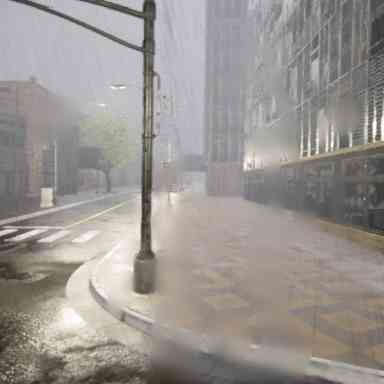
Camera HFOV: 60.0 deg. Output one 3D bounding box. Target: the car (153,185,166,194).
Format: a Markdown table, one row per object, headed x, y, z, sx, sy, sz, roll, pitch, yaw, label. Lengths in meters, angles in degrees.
| x | y | z | sx | sy | sz | roll | pitch | yaw | label |
| --- | --- | --- | --- | --- | --- | --- | --- | --- | --- |
| -4.649 | -0.435 | 49.841 | 1.895 | 1.301 | 4.718 | 1 | 2 | 1 | car |
